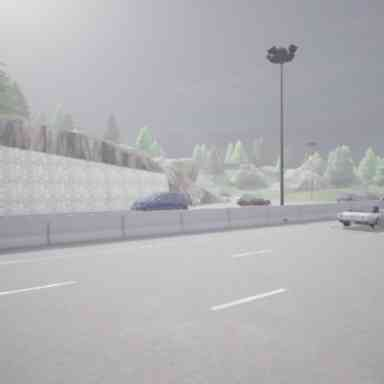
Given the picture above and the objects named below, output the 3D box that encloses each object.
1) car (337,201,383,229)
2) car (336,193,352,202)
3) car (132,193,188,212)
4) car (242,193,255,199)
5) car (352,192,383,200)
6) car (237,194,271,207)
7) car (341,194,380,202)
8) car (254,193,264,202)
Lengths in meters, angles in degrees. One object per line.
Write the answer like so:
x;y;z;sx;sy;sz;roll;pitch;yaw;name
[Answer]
10.913;1.436;20.124;4.718;1.301;1.895;-1;0;-35;car
27.011;0.906;57.555;4.553;1.767;2.097;-1;0;-35;car
-3.003;1.095;32.009;5.566;2.045;2.150;0;0;-36;car
13.918;1.027;82.283;2.033;1.411;5.357;0;1;-4;car
28.895;1.048;54.607;4.902;1.511;2.128;-1;0;-35;car
8.250;1.341;44.236;4.718;1.301;1.895;-1;0;-35;car
20.316;1.245;39.954;4.181;1.385;1.994;0;0;-35;car
13.526;1.076;67.170;1.882;1.535;5.008;0;0;12;car
